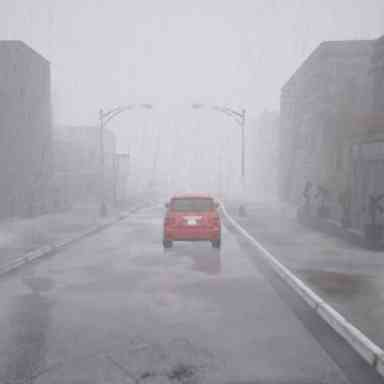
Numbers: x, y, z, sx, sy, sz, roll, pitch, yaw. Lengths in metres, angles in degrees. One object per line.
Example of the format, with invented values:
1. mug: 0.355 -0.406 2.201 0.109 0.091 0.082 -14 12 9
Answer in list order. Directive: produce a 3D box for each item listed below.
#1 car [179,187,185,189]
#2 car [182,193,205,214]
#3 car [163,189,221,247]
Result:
1. car: -2.360 -0.363 75.989 1.994 1.385 4.181 0 2 1
2. car: 0.212 0.890 29.115 1.882 1.535 5.008 0 2 3
3. car: 0.002 1.065 14.147 2.150 2.045 5.566 0 2 0
